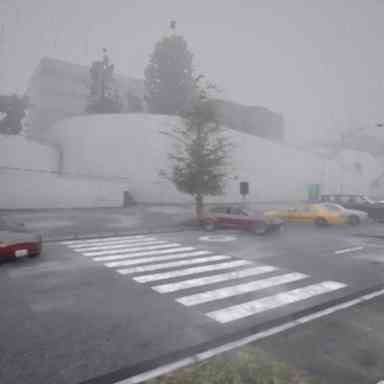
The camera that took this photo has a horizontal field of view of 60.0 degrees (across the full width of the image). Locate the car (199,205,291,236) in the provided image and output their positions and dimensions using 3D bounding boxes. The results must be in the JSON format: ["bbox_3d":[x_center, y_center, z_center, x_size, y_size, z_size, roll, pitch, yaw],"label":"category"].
[{"bbox_3d":[2.643,1.482,18.416,4.792,1.488,2.163,-1,-1,35],"label":"car"}]

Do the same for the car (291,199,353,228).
[{"bbox_3d":[7.354,1.458,22.012,5.366,1.575,1.946,-1,0,35],"label":"car"}]

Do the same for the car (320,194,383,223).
[{"bbox_3d":[12.431,1.205,25.385,5.566,2.045,2.435,-1,-1,35],"label":"car"}]

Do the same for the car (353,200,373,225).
[{"bbox_3d":[9.955,1.498,23.657,4.674,1.452,2.002,-1,-1,35],"label":"car"}]

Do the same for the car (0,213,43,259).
[{"bbox_3d":[-7.138,1.462,11.454,4.792,1.488,2.163,-1,-1,35],"label":"car"}]
